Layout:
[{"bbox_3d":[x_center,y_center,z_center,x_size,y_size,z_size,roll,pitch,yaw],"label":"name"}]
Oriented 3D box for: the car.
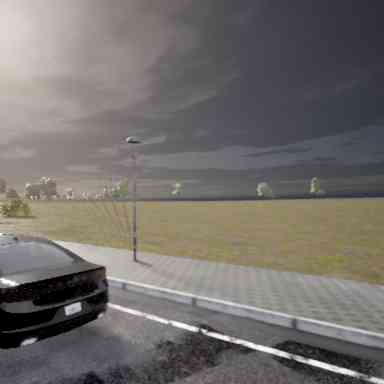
[{"bbox_3d":[-3.711,1.545,6.229,5.008,1.535,1.882,-1,0,36],"label":"car"}]
